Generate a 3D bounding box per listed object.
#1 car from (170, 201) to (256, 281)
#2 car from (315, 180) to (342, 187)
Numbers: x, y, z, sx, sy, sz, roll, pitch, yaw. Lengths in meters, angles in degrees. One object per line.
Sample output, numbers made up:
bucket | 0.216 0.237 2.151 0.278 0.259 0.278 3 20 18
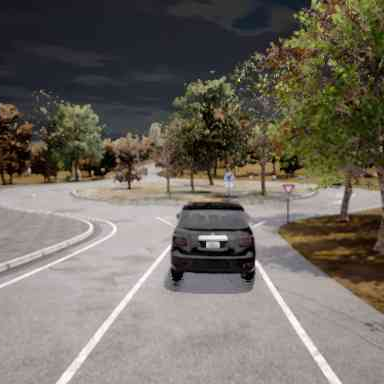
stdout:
car | 0.636 1.270 10.272 2.150 2.045 5.566 0 1 3
car | 20.803 -1.523 50.762 2.128 1.511 4.902 -1 5 -13
